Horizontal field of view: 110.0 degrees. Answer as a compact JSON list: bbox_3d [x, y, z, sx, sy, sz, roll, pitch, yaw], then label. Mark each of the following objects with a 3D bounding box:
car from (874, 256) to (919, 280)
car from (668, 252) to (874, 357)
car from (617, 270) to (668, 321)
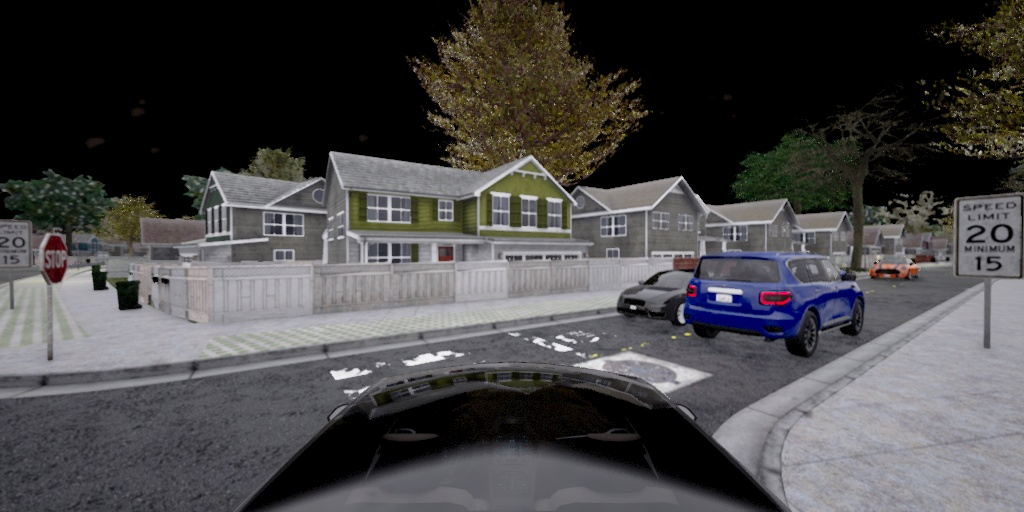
[{"bbox_3d":[29.944,0.888,28.087,4.553,1.767,2.097,0,1,-34],"label":"car"},{"bbox_3d":[6.434,0.922,8.648,5.566,2.045,2.150,0,1,-34],"label":"car"},{"bbox_3d":[5.392,1.179,11.390,4.892,1.490,1.837,0,1,-34],"label":"car"}]
